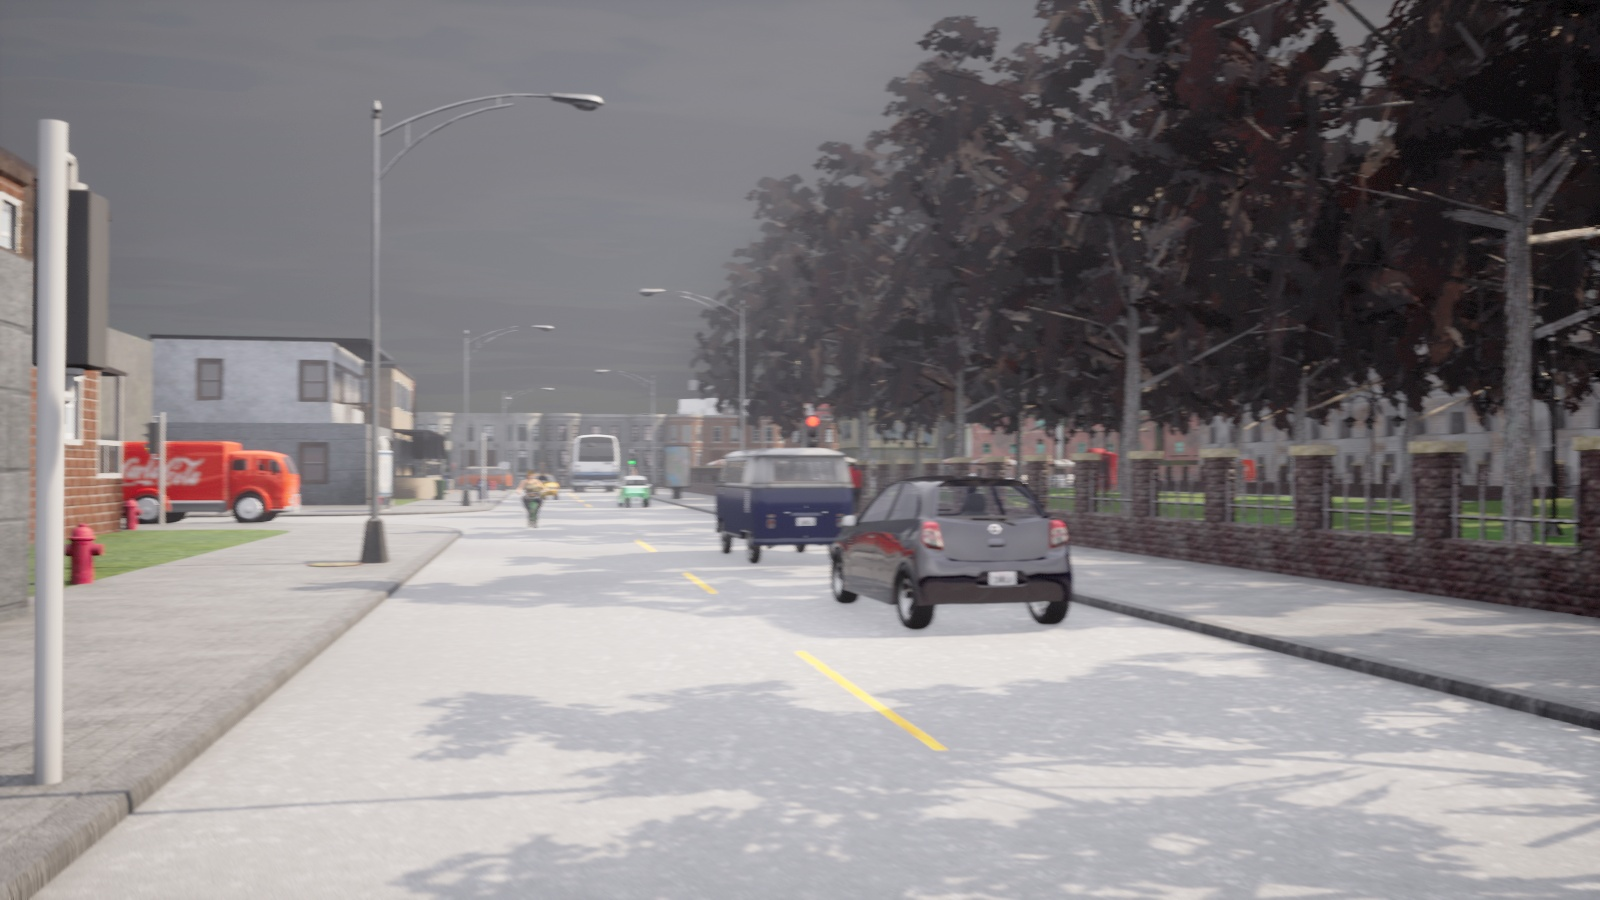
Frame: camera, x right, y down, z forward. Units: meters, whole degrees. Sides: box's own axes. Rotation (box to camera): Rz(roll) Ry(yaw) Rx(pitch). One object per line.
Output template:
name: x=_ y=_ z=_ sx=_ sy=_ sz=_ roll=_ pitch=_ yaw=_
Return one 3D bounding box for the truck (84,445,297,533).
truck: x=-17.920 y=1.127 z=37.235 sx=5.204 sy=2.467 sz=2.627 roll=0 pitch=-1 yaw=-12

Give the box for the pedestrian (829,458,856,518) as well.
pedestrian: x=1.315 y=1.177 z=39.122 sx=0.634 sy=1.844 sz=0.899 roll=0 pitch=-1 yaw=-12

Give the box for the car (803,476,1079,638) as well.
car: x=1.388 y=1.051 z=13.852 sx=1.845 sy=1.501 sz=3.633 roll=0 pitch=-1 yaw=-14

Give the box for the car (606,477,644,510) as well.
car: x=-7.679 y=1.876 z=55.055 sx=1.481 sy=1.376 sz=2.207 roll=0 pitch=-1 yaw=-11

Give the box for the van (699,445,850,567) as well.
van: x=-0.579 y=0.962 z=22.896 sx=1.775 sy=1.987 sz=4.442 roll=0 pitch=-1 yaw=-14

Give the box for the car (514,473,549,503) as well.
car: x=-14.988 y=2.083 z=70.046 sx=1.801 sy=1.575 sz=5.366 roll=0 pitch=-1 yaw=-12

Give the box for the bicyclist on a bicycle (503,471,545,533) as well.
bicyclist on a bicycle: x=-7.492 y=1.398 z=33.998 sx=0.866 sy=1.612 sz=1.509 roll=-2 pitch=0 yaw=-20

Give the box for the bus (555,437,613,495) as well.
bus: x=-16.793 y=1.244 z=97.157 sx=3.944 sy=4.253 sz=10.273 roll=0 pitch=-1 yaw=-12
